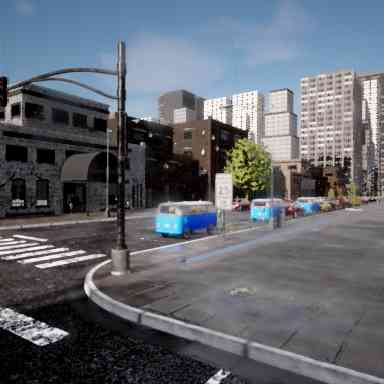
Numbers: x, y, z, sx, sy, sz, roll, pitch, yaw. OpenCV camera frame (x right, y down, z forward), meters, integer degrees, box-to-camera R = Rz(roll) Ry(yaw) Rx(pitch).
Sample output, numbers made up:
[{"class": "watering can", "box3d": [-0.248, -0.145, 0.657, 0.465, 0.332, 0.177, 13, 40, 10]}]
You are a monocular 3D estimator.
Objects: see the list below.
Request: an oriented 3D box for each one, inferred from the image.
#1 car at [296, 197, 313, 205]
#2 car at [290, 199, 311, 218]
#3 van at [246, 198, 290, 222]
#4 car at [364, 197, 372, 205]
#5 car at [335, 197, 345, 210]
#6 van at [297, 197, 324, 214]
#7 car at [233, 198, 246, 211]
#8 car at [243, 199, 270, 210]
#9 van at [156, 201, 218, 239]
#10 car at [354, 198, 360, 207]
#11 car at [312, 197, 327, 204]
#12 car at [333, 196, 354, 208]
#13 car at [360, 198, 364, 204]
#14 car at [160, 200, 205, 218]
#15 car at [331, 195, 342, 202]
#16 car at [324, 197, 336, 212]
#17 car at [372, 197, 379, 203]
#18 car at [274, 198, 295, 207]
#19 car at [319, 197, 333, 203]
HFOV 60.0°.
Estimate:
[{"class": "car", "box3d": [21.458, 1.706, 63.211, 1.887, 1.381, 4.507, 0, 0, 35]}, {"class": "car", "box3d": [9.328, 1.655, 31.243, 1.887, 1.381, 4.507, 0, 0, 35]}, {"class": "van", "box3d": [6.165, 1.436, 26.718, 1.690, 1.788, 3.998, 0, 0, 35]}, {"class": "car", "box3d": [34.644, 1.810, 67.444, 1.887, 1.381, 4.507, 0, 0, 35]}, {"class": "car", "box3d": [18.822, 1.729, 44.818, 1.947, 1.339, 4.313, 0, 0, 35]}, {"class": "van", "box3d": [12.494, 1.469, 35.768, 1.690, 1.788, 3.998, 0, 0, 35]}, {"class": "car", "box3d": [5.637, 1.507, 40.587, 1.967, 1.590, 4.097, 0, 0, 35]}, {"class": "car", "box3d": [8.800, 1.629, 45.111, 1.887, 1.381, 4.507, 0, 0, 35]}, {"class": "van", "box3d": [-0.163, 1.407, 17.668, 1.690, 1.788, 3.998, 0, 0, 35]}, {"class": "car", "box3d": [25.152, 1.517, 53.870, 2.192, 1.841, 5.009, 0, 0, 35]}, {"class": "car", "box3d": [27.688, 1.729, 72.122, 1.752, 1.417, 4.829, 0, 0, 35]}, {"class": "car", "box3d": [21.988, 1.497, 49.345, 2.192, 1.841, 5.009, 0, 0, 35]}, {"class": "car", "box3d": [28.413, 1.748, 58.534, 1.752, 1.417, 4.829, 0, 0, 35]}, {"class": "car", "box3d": [-0.790, 1.558, 31.396, 1.752, 1.417, 4.829, 0, 0, 35]}, {"class": "car", "box3d": [37.279, 1.713, 85.836, 1.967, 1.590, 4.097, 0, 0, 35]}, {"class": "car", "box3d": [15.755, 1.671, 40.433, 1.752, 1.417, 4.829, 0, 0, 35]}, {"class": "car", "box3d": [44.137, 1.900, 81.020, 1.947, 1.339, 4.313, 0, 0, 35]}, {"class": "car", "box3d": [15.129, 1.666, 54.161, 1.887, 1.381, 4.507, 0, 0, 35]}, {"class": "car", "box3d": [30.950, 1.792, 76.786, 1.947, 1.339, 4.313, 0, 0, 35]}]
